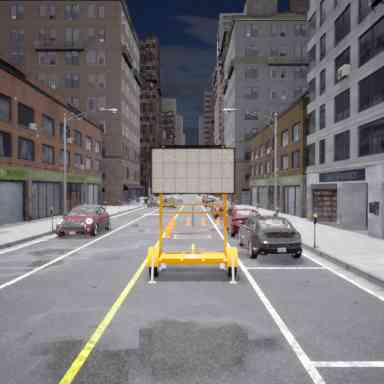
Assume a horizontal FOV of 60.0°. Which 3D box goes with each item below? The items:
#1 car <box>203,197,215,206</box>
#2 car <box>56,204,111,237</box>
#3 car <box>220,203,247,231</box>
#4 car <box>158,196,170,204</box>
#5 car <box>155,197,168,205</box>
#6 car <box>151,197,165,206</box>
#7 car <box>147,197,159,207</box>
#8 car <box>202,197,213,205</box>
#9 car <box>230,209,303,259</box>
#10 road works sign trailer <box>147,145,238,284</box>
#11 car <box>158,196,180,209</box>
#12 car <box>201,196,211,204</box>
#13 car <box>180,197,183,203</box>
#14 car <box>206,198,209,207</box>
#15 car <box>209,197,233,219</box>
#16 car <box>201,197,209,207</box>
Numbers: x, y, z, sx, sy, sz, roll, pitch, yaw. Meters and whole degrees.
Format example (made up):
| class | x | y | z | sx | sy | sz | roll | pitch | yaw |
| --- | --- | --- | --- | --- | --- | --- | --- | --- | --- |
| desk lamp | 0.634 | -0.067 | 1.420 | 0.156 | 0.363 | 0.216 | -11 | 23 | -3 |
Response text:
| class | x | y | z | sx | sy | sz | roll | pitch | yaw |
| --- | --- | --- | --- | --- | --- | --- | --- | --- | --- |
| car | 2.842 | 1.568 | 56.476 | 1.887 | 1.381 | 4.507 | -1 | 0 | 0 |
| car | -5.745 | 1.441 | 17.954 | 1.967 | 1.590 | 4.097 | -1 | 0 | 0 |
| car | 2.781 | 1.546 | 17.940 | 1.887 | 1.381 | 4.507 | -1 | 0 | 0 |
| car | -5.666 | 1.578 | 67.500 | 1.887 | 1.381 | 4.507 | -1 | 0 | 0 |
| car | -5.674 | 1.579 | 61.995 | 2.008 | 1.369 | 4.403 | -1 | 0 | 0 |
| car | -5.683 | 1.589 | 56.490 | 1.947 | 1.339 | 4.313 | -1 | 0 | 0 |
| car | -5.693 | 1.459 | 50.984 | 1.967 | 1.590 | 4.097 | -1 | 0 | 0 |
| car | 2.851 | 1.573 | 61.981 | 1.887 | 1.381 | 4.507 | -1 | 0 | 0 |
| car | 2.772 | 1.550 | 12.434 | 2.008 | 1.369 | 4.403 | -1 | 0 | 0 |
| road works sign trailer | 0.028 | 0.464 | 9.577 | 2.380 | 3.560 | 2.880 | 0 | 0 | 0 |
| car | -3.026 | 1.519 | 44.808 | 1.837 | 1.490 | 4.892 | 0 | 0 | 0 |
| car | 2.859 | 1.578 | 67.486 | 1.887 | 1.381 | 4.507 | -1 | 0 | 0 |
| car | -2.886 | 1.639 | 71.521 | 1.895 | 1.301 | 4.718 | 0 | 0 | 0 |
| car | 2.807 | 1.553 | 34.455 | 1.887 | 1.381 | 4.507 | -1 | 0 | 0 |
| car | 2.797 | 1.445 | 28.950 | 1.967 | 1.590 | 4.097 | -1 | 0 | 0 |
| car | 2.833 | 1.585 | 50.971 | 1.947 | 1.339 | 4.313 | -1 | 0 | 0 |
